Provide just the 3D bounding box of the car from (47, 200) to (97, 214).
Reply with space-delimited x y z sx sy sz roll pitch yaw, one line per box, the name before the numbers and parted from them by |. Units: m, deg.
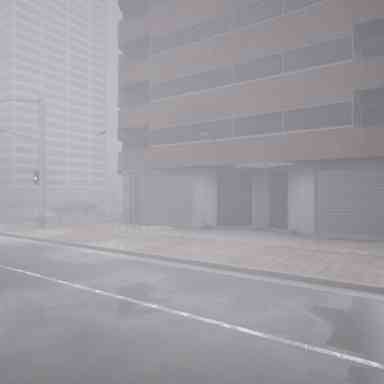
car | -12.967 1.547 36.498 2.033 1.411 5.357 0 0 35
